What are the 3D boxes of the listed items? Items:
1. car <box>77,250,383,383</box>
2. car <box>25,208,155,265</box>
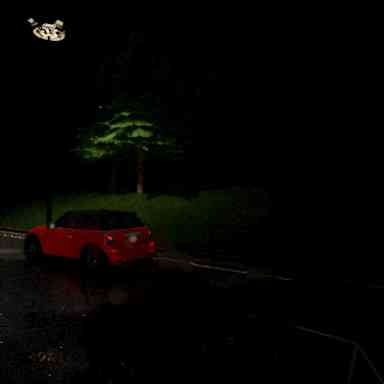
[{"bbox_3d":[0.989,1.601,3.296,4.718,1.301,1.895,0,0,35],"label":"car"},{"bbox_3d":[-3.404,1.353,10.742,4.553,1.767,2.097,0,0,36],"label":"car"}]
